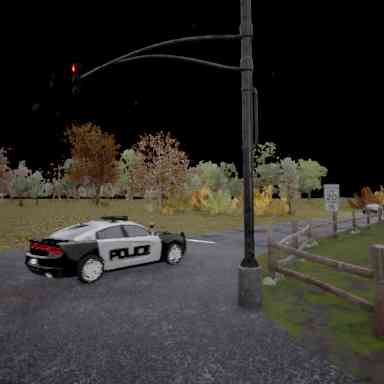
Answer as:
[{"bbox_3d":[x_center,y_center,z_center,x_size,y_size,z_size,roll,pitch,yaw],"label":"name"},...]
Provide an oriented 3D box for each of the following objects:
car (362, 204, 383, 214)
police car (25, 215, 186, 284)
[{"bbox_3d":[26.087,2.435,47.887,2.033,1.411,5.357,-1,-2,40],"label":"car"},{"bbox_3d":[-2.238,1.544,10.184,1.930,1.638,5.238,-1,-2,40],"label":"police car"}]
